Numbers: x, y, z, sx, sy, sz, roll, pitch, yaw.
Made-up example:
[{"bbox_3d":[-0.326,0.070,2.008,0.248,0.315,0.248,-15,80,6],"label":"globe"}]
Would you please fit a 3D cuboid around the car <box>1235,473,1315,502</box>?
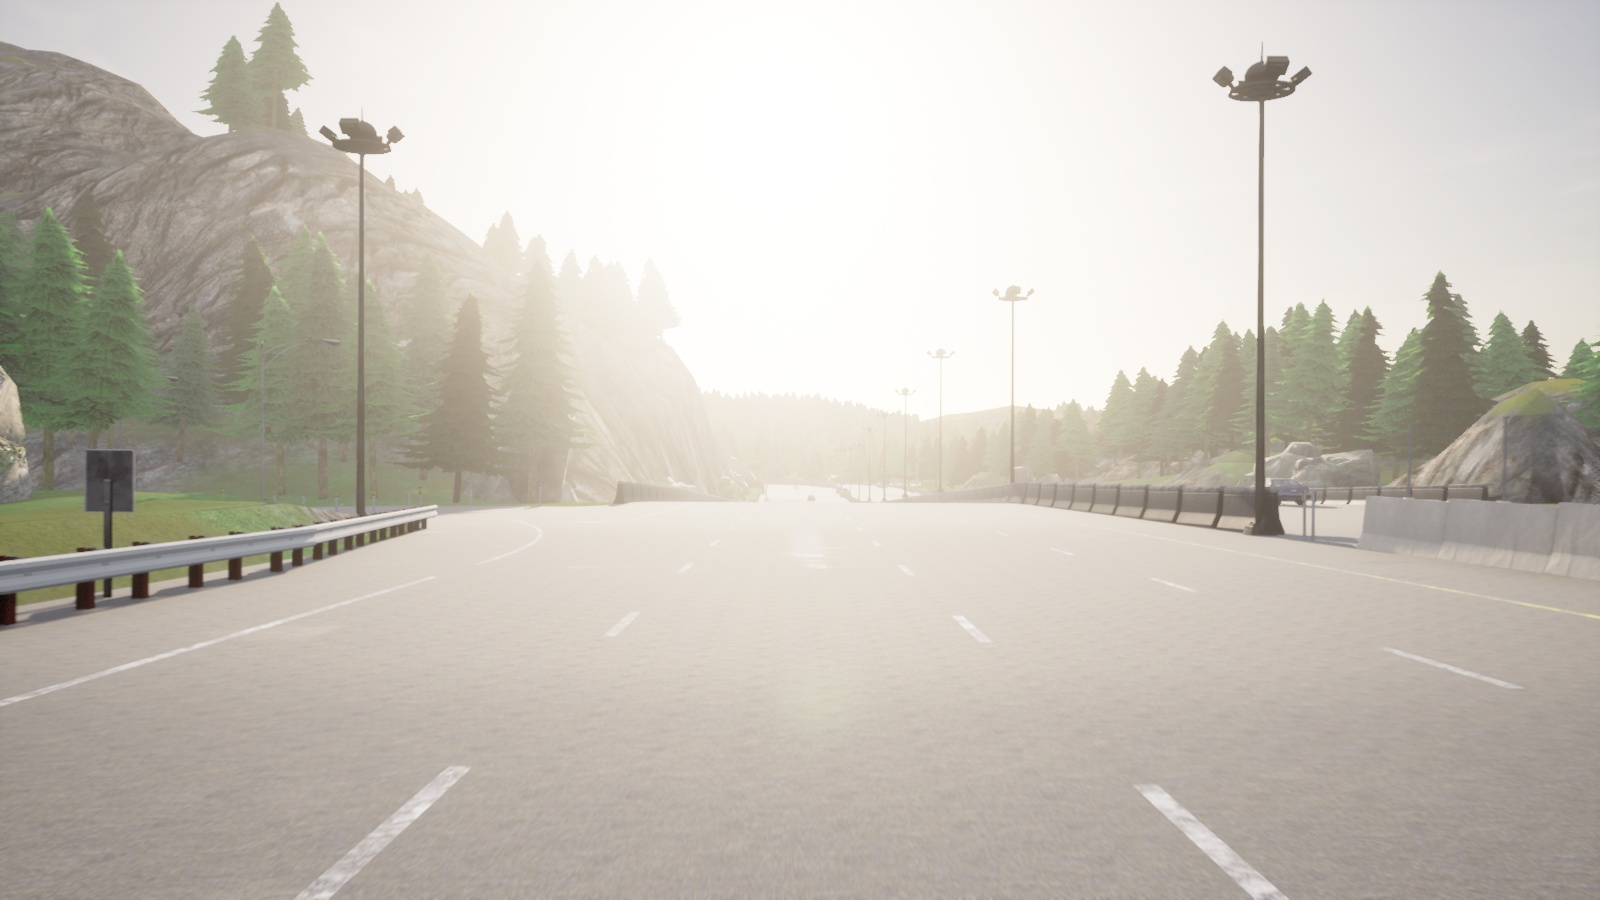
[{"bbox_3d":[24.284,1.927,64.424,2.033,1.411,5.357,0,-2,0],"label":"car"}]
